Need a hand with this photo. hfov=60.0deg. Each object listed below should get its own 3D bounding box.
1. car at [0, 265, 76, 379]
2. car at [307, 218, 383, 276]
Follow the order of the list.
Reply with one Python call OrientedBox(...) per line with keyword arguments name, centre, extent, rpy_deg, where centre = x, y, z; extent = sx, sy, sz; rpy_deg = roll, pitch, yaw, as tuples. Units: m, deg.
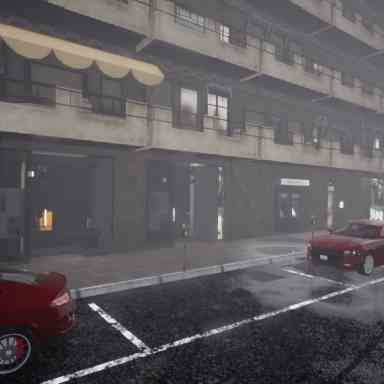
OrientedBox(name="car", centre=(-3.600, 1.582, 3.978), extent=(4.206, 1.307, 1.802), rpy_deg=(0, 1, -35))
OrientedBox(name="car", centre=(5.443, 1.548, 10.405), extent=(4.507, 1.381, 1.887), rpy_deg=(0, 1, -35))
